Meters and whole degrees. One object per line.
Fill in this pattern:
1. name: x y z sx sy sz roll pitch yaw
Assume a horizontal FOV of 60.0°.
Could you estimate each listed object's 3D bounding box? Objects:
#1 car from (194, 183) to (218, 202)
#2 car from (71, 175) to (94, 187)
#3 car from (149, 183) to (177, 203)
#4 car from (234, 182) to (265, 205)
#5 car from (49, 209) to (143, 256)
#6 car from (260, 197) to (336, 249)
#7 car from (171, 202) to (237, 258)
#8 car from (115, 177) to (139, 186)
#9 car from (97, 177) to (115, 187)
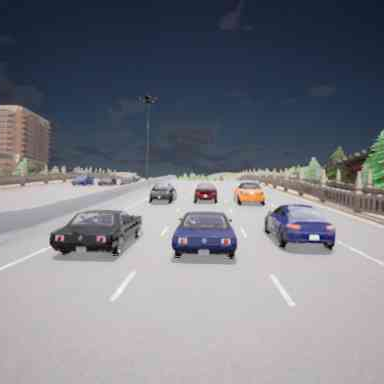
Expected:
1. car: 1.198 -0.022 28.614 1.882 1.535 5.008 1 5 3
2. car: -15.643 -1.653 47.852 1.882 1.535 5.008 1 4 3
3. car: -2.349 0.018 27.756 2.128 1.511 4.902 1 4 3
4. car: 4.645 -0.019 27.395 2.097 1.767 4.553 1 4 3
5. car: -3.039 1.246 11.686 1.895 1.301 4.718 1 3 3
6. car: 4.029 1.191 12.934 1.812 1.442 4.674 1 3 3
7. car: 0.457 1.297 11.541 1.895 1.301 4.718 1 3 3
8. car: -8.715 -1.394 46.384 2.033 1.411 5.357 1 4 2
9. car: -12.137 -1.537 48.000 1.994 1.385 4.181 1 4 3
